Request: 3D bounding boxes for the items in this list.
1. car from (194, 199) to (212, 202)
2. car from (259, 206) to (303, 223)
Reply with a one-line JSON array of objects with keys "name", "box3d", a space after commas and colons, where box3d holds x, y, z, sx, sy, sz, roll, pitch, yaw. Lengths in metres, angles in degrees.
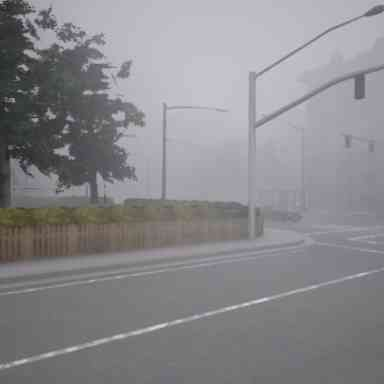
[{"name": "car", "box3d": [1.494, 1.619, 36.717, 2.097, 1.767, 4.553, 1, 0, -35]}, {"name": "car", "box3d": [7.126, 1.866, 28.598, 1.895, 1.301, 4.718, 1, 0, -35]}]
